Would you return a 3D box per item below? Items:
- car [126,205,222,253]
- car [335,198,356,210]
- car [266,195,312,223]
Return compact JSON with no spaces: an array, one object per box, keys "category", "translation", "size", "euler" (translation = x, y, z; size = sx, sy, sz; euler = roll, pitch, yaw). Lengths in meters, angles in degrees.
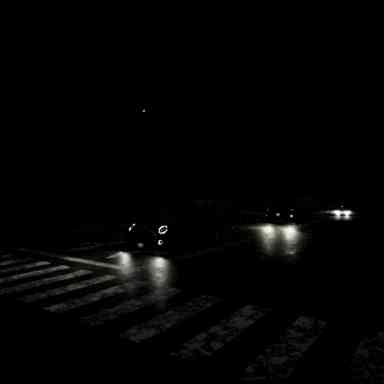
[{"category":"car","translation":[-0.620,1.371,14.088],"size":[2.097,1.767,4.553],"euler":[0,0,35]},{"category":"car","translation":[20.000,1.526,43.187],"size":[2.128,1.511,4.902],"euler":[0,0,35]},{"category":"car","translation":[7.673,1.233,25.861],"size":[2.150,2.045,5.566],"euler":[0,0,35]}]
